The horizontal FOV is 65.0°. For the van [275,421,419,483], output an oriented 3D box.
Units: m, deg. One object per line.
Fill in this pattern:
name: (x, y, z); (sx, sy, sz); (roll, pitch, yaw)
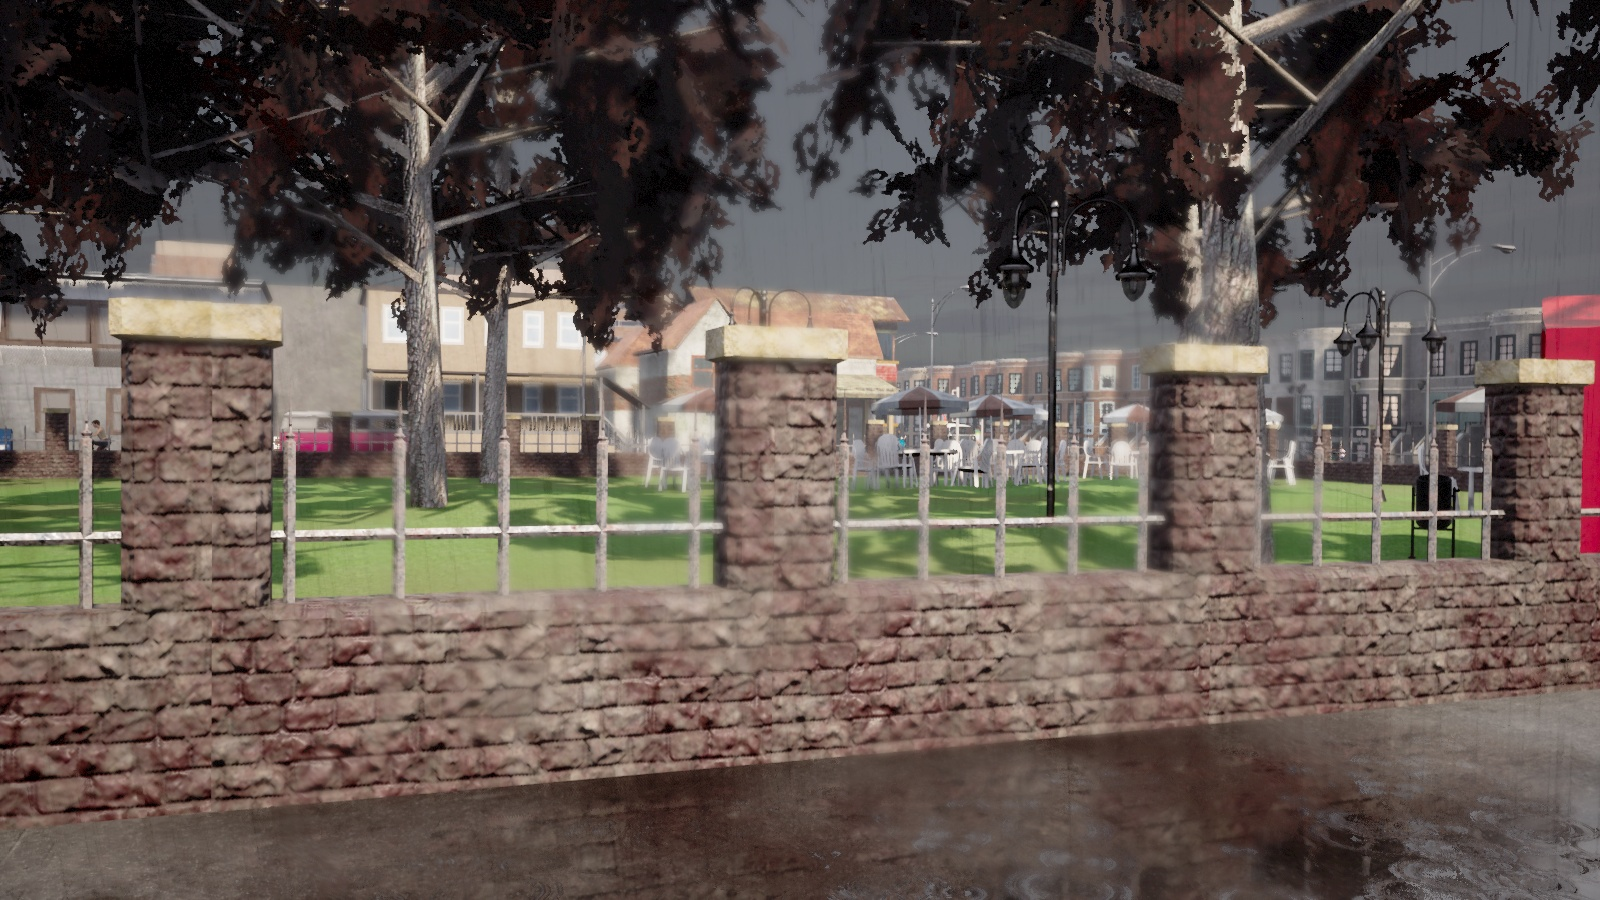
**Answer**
van: (-15.167, 0.029, 42.153); (4.442, 1.987, 1.775); (-1, 1, -21)

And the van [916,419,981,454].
van: (8.951, -0.804, 76.195); (2.069, 2.038, 4.480); (-1, 1, -21)
